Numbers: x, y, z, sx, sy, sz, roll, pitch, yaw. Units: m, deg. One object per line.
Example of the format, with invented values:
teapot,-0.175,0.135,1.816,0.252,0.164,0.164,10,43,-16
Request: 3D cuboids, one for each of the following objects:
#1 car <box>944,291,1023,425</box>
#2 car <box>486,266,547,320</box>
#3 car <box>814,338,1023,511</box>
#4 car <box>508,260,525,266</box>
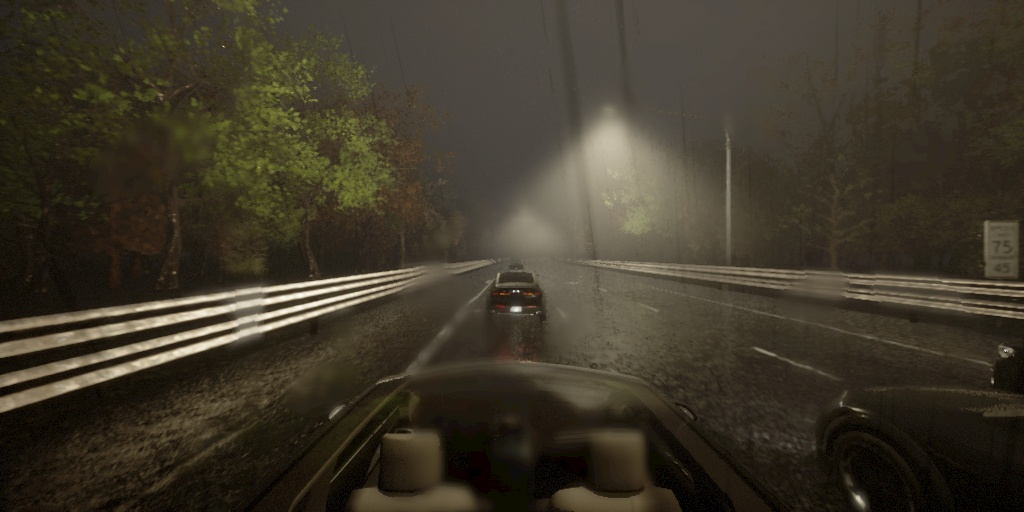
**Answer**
car,7.107,1.243,2.558,2.128,1.511,4.902,0,0,0
car,0.142,1.254,12.557,1.837,1.490,4.892,0,0,0
car,3.606,1.315,1.350,1.994,1.385,4.181,0,0,0
car,0.560,1.237,44.280,2.128,1.511,4.902,0,0,1
